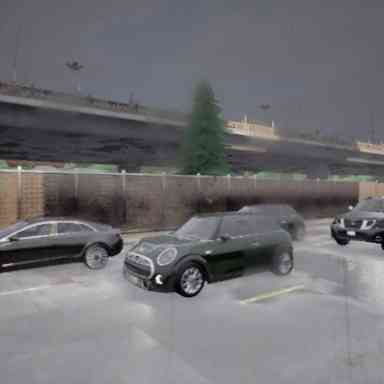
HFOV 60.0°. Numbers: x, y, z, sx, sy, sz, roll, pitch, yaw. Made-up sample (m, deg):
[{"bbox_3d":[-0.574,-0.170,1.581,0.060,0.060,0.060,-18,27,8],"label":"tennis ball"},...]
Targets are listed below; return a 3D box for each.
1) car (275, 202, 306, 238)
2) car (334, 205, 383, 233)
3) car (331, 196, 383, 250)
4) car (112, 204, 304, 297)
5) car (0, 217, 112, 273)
[{"bbox_3d":[2.914,1.334,14.652,4.553,1.767,2.097,0,0,-35],"label":"car"},{"bbox_3d":[10.892,1.566,20.333,4.718,1.301,1.895,0,0,-35],"label":"car"},{"bbox_3d":[8.278,1.197,14.168,5.566,2.045,2.150,0,0,-35],"label":"car"},{"bbox_3d":[0.551,1.343,8.666,4.553,1.767,2.097,0,0,-35],"label":"car"},{"bbox_3d":[-4.369,1.489,9.479,4.902,1.511,2.128,0,0,-35],"label":"car"}]
